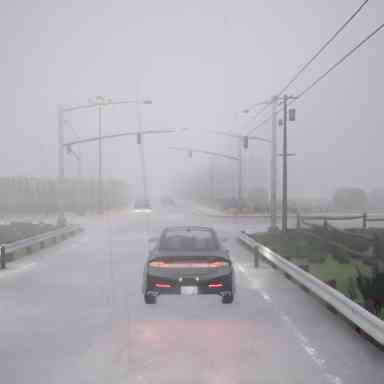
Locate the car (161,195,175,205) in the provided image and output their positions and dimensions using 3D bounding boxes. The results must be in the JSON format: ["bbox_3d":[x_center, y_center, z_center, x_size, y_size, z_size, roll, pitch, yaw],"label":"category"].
[{"bbox_3d":[-3.912,1.232,53.579,1.812,1.442,4.674,0,1,-7],"label":"car"}]

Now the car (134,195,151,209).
[{"bbox_3d":[-6.324,1.463,42.854,1.994,1.385,4.181,0,1,-7],"label":"car"}]

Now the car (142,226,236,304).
[{"bbox_3d":[-0.090,1.611,8.377,2.128,1.511,4.902,0,-2,-1],"label":"car"}]

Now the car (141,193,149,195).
[{"bbox_3d":[-7.389,1.270,51.452,1.812,1.442,4.674,0,1,-7],"label":"car"}]

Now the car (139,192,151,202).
[{"bbox_3d":[-8.641,0.916,61.491,2.097,1.767,4.553,0,1,-7],"label":"car"}]
